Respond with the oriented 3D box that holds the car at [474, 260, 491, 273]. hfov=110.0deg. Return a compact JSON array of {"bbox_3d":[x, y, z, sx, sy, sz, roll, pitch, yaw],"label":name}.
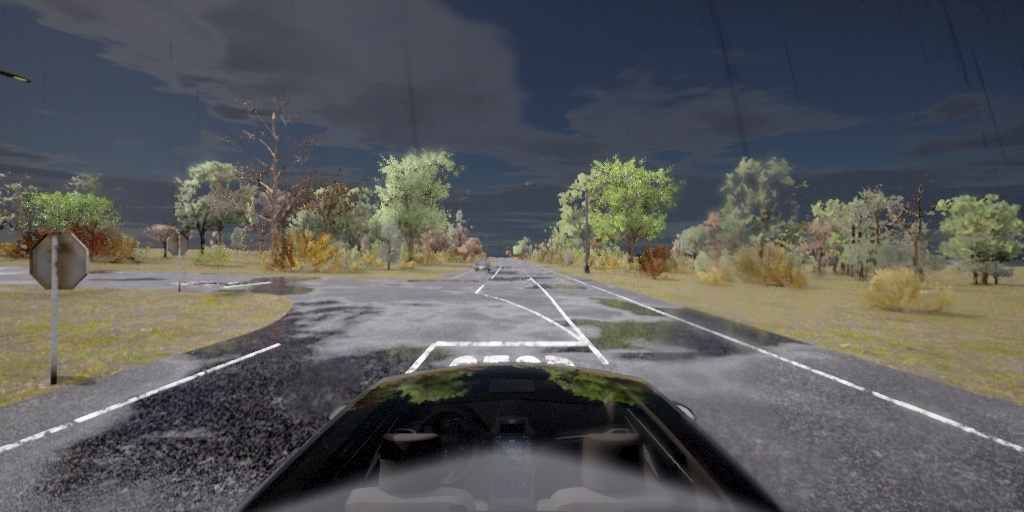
[{"bbox_3d":[-3.590,1.245,44.482,2.128,1.511,4.902,0,0,0],"label":"car"}]
